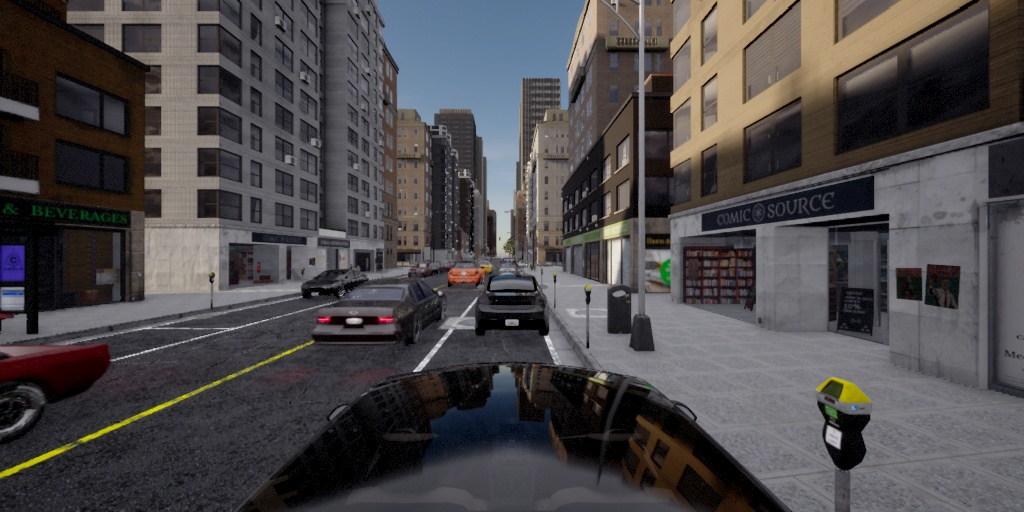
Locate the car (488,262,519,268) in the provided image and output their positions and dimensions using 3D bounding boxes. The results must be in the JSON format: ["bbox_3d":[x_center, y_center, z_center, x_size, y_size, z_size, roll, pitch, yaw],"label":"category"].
[{"bbox_3d":[-0.278,1.303,23.737,2.007,1.370,4.403,0,0,0],"label":"car"}]

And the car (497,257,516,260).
[{"bbox_3d":[-0.271,1.069,40.309,2.192,1.841,5.009,0,0,0],"label":"car"}]

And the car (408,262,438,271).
[{"bbox_3d":[-8.800,1.338,34.780,1.802,1.307,4.207,0,0,0],"label":"car"}]

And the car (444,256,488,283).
[{"bbox_3d":[-3.036,1.106,24.720,2.097,1.767,4.553,0,0,0],"label":"car"}]

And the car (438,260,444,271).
[{"bbox_3d":[-8.797,1.322,40.305,1.948,1.339,4.313,0,0,0],"label":"car"}]

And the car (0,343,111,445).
[{"bbox_3d":[-6.251,1.352,2.466,1.895,1.301,4.718,0,0,0],"label":"car"}]

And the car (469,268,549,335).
[{"bbox_3d":[0.004,1.255,10.499,1.837,1.490,4.892,0,0,0],"label":"car"}]

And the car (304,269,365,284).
[{"bbox_3d":[-8.806,1.320,18.205,1.948,1.339,4.313,0,0,0],"label":"car"}]

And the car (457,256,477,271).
[{"bbox_3d":[-6.125,0.974,49.567,2.150,2.045,5.566,0,0,0],"label":"car"}]

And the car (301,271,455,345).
[{"bbox_3d":[-3.042,1.299,9.423,2.033,1.411,5.357,0,0,0],"label":"car"}]

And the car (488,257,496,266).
[{"bbox_3d":[-3.128,1.211,40.716,1.801,1.575,5.366,0,0,0],"label":"car"}]
